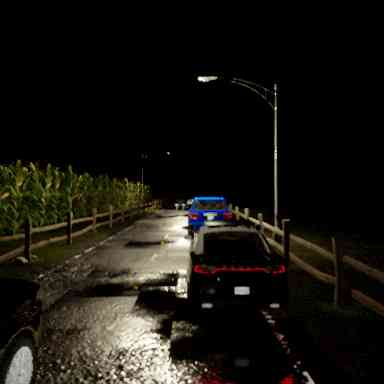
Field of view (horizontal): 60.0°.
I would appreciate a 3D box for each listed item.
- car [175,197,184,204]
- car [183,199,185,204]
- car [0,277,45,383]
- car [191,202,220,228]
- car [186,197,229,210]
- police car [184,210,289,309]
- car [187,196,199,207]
[{"bbox_3d":[-2.563,1.924,72.421,1.812,1.442,4.674,0,0,0],"label":"car"},{"bbox_3d":[0.147,1.822,46.122,1.895,1.301,4.718,0,0,1],"label":"car"},{"bbox_3d":[-2.744,1.487,2.065,1.882,1.535,5.008,0,0,0],"label":"car"},{"bbox_3d":[0.887,1.582,24.062,1.882,1.535,5.008,0,0,0],"label":"car"},{"bbox_3d":[0.871,1.303,18.094,2.150,2.045,5.566,0,0,0],"label":"car"},{"bbox_3d":[0.846,1.461,8.173,1.930,1.638,5.238,0,0,0],"label":"police car"},{"bbox_3d":[0.155,1.664,60.023,2.097,1.767,4.553,0,0,0],"label":"car"}]
